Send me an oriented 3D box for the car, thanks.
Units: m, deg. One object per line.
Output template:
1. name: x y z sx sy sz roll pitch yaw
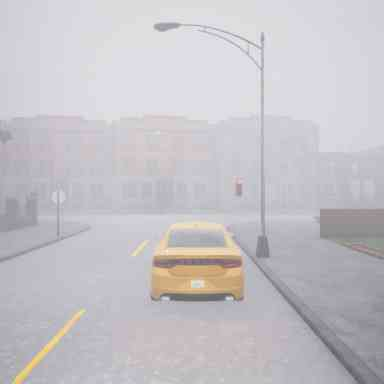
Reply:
1. car: 0.107 1.478 8.375 1.882 1.535 5.008 0 0 0
